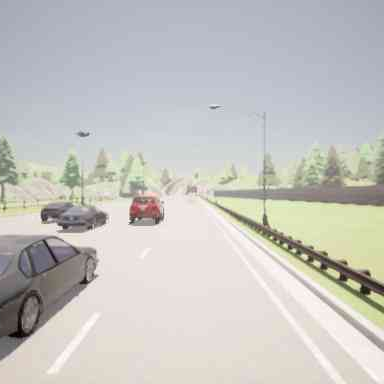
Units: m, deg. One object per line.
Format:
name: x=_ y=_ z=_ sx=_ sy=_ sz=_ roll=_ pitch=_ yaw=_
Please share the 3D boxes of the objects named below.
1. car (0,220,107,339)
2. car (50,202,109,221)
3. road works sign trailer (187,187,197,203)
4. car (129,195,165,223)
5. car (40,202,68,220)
car: x=-3.413 y=1.557 z=6.537 sx=2.033 sy=1.411 sz=5.357 roll=0 pitch=0 yaw=0
car: x=-6.908 y=1.579 z=21.569 sx=2.033 sy=1.411 sz=5.357 roll=0 pitch=0 yaw=0
road works sign trailer: x=0.025 y=0.572 z=74.791 sx=2.380 sy=3.560 sz=2.880 roll=0 pitch=0 yaw=0
car: x=-3.396 y=1.259 z=25.696 sx=2.150 sy=2.045 sz=5.566 roll=0 pitch=0 yaw=0
car: x=-10.397 y=1.544 z=26.681 sx=1.837 sy=1.490 sz=4.892 roll=0 pitch=0 yaw=0
